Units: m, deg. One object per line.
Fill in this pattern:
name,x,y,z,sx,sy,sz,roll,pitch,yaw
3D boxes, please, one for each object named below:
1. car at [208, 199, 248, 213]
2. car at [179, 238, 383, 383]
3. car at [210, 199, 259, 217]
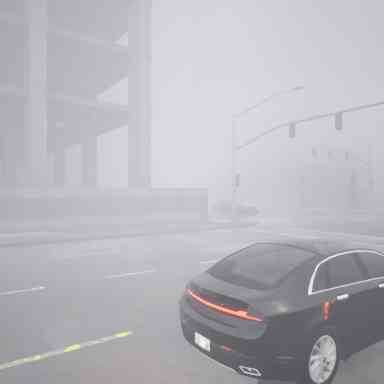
car,3.991,1.526,37.850,1.812,1.442,4.674,0,0,-36
car,2.106,1.505,5.292,4.892,1.490,1.837,0,0,-35
car,4.128,1.601,31.696,1.895,1.301,4.718,0,0,-36
